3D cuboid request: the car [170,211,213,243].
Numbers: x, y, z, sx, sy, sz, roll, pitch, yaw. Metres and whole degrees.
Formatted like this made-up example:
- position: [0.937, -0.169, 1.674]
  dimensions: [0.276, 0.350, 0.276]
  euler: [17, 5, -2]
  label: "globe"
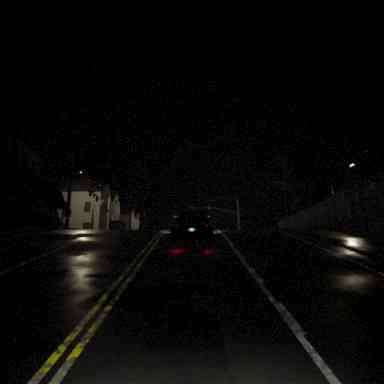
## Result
- position: [-0.015, 1.634, 16.484]
  dimensions: [1.994, 1.385, 4.181]
  euler: [0, -1, 0]
  label: "car"
